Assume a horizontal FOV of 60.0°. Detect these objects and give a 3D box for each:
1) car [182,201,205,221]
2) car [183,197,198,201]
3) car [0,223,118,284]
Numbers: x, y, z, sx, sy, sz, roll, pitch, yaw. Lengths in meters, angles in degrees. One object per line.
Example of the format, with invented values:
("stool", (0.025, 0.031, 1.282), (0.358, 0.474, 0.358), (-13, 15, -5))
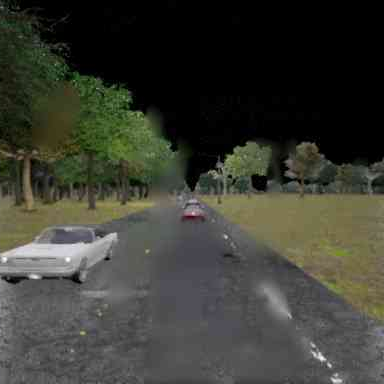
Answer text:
("car", (0.113, 1.712, 28.993), (1.994, 1.385, 4.181), (0, 0, 0))
("car", (0.118, 1.706, 44.593), (1.882, 1.535, 5.008), (0, 0, 0))
("car", (-3.595, 1.651, 9.819), (1.895, 1.301, 4.718), (0, 0, 0))
